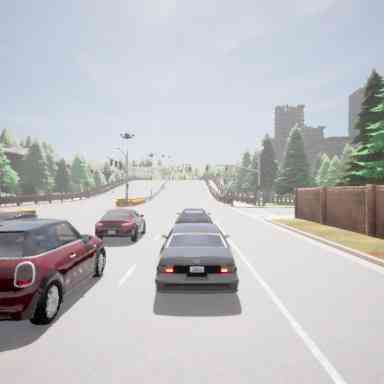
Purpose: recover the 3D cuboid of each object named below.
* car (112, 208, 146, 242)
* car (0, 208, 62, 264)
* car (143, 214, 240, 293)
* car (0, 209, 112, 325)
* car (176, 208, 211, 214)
[{"bbox_3d":[-3.402,1.526,16.255,1.812,1.442,4.674,0,0,-1],"label":"car"},{"bbox_3d":[-6.901,1.506,12.915,1.837,1.490,4.892,0,0,0],"label":"car"},{"bbox_3d":[0.100,1.547,8.965,2.033,1.411,5.357,0,0,0],"label":"car"},{"bbox_3d":[-3.401,1.353,7.259,2.097,1.767,4.553,0,0,0],"label":"car"},{"bbox_3d":[0.101,1.564,18.205,1.994,1.385,4.181,0,0,0],"label":"car"}]
